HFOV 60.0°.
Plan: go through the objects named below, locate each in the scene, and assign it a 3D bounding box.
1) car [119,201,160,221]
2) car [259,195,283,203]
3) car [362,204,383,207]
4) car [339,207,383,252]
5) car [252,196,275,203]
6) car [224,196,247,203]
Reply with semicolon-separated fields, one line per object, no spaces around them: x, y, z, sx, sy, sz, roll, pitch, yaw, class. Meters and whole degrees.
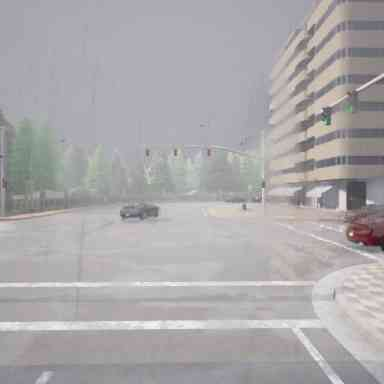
-4.217;1.506;27.487;2.128;1.511;4.902;0;1;16;car
17.568;1.525;73.739;4.902;1.511;2.128;0;0;-23;car
13.172;1.581;24.090;4.674;1.442;1.812;0;0;-1;car
8.822;1.535;13.341;5.008;1.535;1.882;0;0;-1;car
14.216;1.526;67.838;4.674;1.442;1.812;0;0;-34;car
8.903;1.547;68.136;5.357;1.411;2.033;0;0;-38;car
